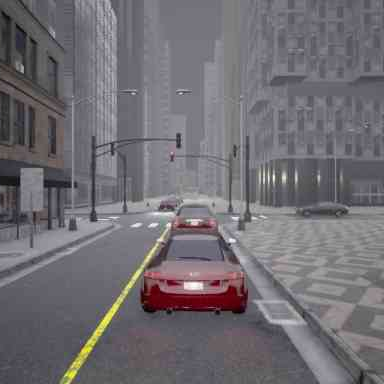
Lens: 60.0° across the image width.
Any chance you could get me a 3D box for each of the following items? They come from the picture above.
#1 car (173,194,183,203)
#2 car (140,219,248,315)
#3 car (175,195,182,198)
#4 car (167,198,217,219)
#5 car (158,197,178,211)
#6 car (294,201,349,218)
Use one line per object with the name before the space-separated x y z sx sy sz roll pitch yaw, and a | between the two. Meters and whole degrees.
car | -2.959 1.415 70.933 2.097 1.767 4.553 0 0 0
car | 0.088 1.565 7.654 1.994 1.385 4.181 0 0 2
car | -3.063 1.581 50.935 2.033 1.411 5.357 0 0 0
car | 0.161 1.356 16.275 2.097 1.767 4.553 0 0 2
car | -3.072 1.624 41.283 1.895 1.301 4.718 0 0 0
car | 11.760 1.544 30.318 4.674 1.442 1.812 0 0 1
